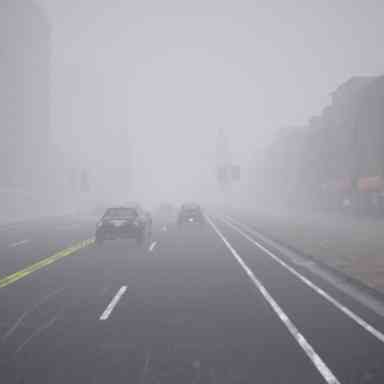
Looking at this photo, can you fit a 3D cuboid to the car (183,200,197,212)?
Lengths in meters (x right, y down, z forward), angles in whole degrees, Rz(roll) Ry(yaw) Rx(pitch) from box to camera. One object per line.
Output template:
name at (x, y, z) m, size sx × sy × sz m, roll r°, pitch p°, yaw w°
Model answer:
car at (-0.289, 1.897, 45.197) m, size 1.837 × 1.490 × 4.892 m, roll -1°, pitch -1°, yaw -1°

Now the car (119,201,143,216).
car at (-6.901, 1.846, 38.014) m, size 1.882 × 1.535 × 5.008 m, roll -1°, pitch -1°, yaw 0°

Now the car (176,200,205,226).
car at (-0.090, 1.615, 24.755) m, size 1.837 × 1.490 × 4.892 m, roll -1°, pitch 0°, yaw -1°

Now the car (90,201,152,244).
car at (-3.256, 1.456, 16.669) m, size 2.097 × 1.767 × 4.553 m, roll -1°, pitch 0°, yaw -1°

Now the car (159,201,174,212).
car at (-3.542, 1.978, 45.852) m, size 1.812 × 1.442 × 4.674 m, roll -1°, pitch -1°, yaw -1°
